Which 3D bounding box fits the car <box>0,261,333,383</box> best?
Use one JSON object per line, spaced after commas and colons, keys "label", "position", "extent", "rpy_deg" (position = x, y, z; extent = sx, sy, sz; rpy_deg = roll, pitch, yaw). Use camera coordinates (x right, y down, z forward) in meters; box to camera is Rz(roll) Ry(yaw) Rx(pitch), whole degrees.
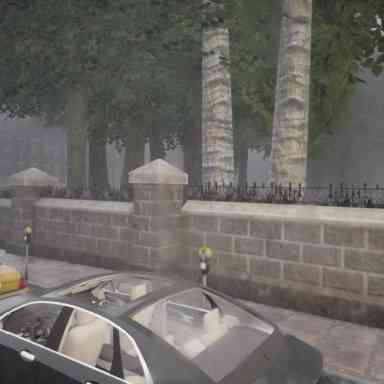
{"label": "car", "position": [-0.906, 1.550, 3.442], "extent": [4.403, 1.369, 2.008], "rpy_deg": [0, 1, 36]}
